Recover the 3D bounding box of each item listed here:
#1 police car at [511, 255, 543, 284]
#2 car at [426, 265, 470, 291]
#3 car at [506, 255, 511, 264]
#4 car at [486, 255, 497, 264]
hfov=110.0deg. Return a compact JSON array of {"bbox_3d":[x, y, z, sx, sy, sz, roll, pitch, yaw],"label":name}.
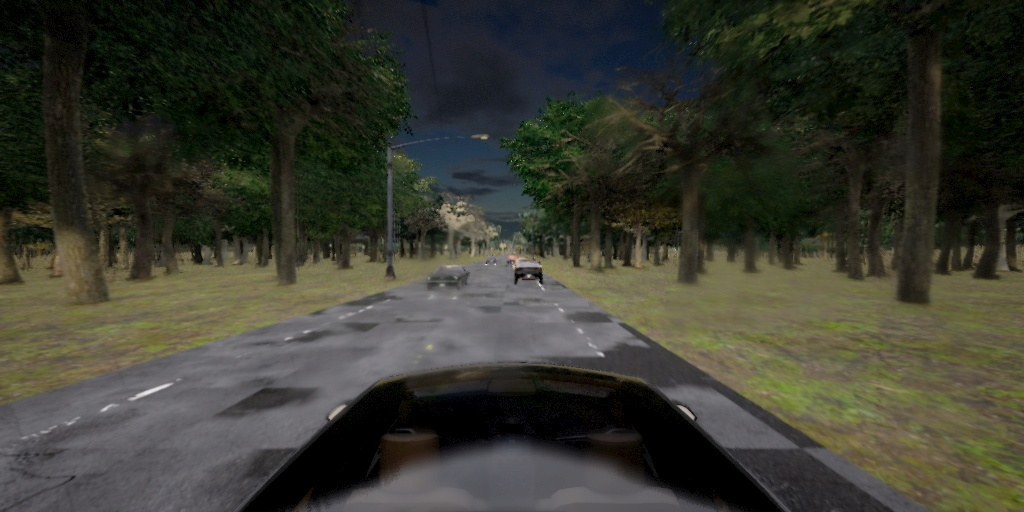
[{"bbox_3d":[1.049,0.977,24.667,1.930,1.638,5.238,0,1,0],"label":"police car"},{"bbox_3d":[-3.590,1.188,20.719,1.895,1.301,4.718,0,1,0],"label":"car"},{"bbox_3d":[0.007,0.744,61.756,1.895,1.301,4.718,0,1,0],"label":"car"},{"bbox_3d":[-3.516,0.628,62.087,1.837,1.490,4.892,0,1,0],"label":"car"}]
